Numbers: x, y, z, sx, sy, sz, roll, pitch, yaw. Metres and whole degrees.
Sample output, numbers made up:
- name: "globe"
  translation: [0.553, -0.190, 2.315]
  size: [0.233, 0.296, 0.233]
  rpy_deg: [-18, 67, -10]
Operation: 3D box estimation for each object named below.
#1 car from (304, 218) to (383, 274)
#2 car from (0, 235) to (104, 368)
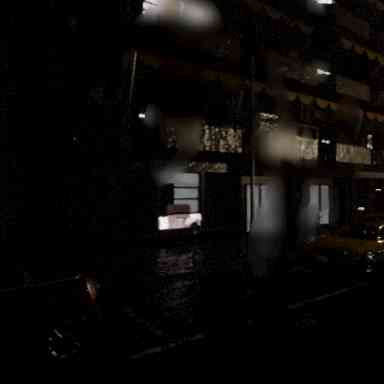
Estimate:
- name: "car"
  translation: [5.512, 1.516, 10.497]
  size: [4.829, 1.417, 1.752]
  rpy_deg: [0, 0, -35]
- name: "car"
  translation: [-3.349, 1.441, 4.178]
  size: [4.097, 1.590, 1.967]
  rpy_deg: [0, 0, -35]
